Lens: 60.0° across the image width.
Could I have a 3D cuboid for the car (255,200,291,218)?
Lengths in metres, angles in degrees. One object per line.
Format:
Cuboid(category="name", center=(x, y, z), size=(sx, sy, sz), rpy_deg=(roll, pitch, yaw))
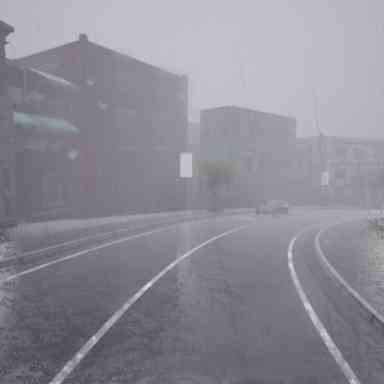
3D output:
Cuboid(category="car", center=(7.659, 1.510, 31.177), size=(1.837, 1.490, 4.892), rpy_deg=(4, 1, 39))
